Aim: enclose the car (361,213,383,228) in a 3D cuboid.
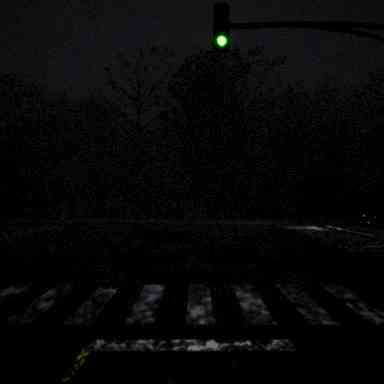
[{"bbox_3d":[13.820,1.683,21.880,4.718,1.301,1.895,0,-1,1],"label":"car"}]
